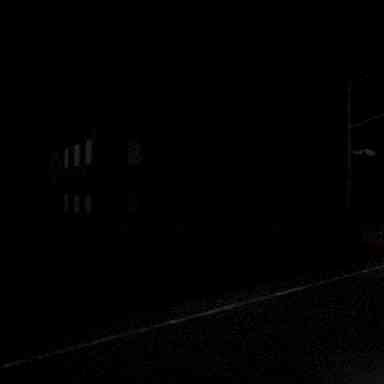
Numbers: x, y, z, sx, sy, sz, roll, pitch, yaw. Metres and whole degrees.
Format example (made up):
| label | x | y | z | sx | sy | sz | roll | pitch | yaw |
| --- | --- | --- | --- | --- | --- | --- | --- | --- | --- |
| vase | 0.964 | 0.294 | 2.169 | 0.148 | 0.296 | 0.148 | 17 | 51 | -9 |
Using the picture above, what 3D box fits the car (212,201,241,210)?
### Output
| label | x | y | z | sx | sy | sz | roll | pitch | yaw |
| --- | --- | --- | --- | --- | --- | --- | --- | --- | --- |
| car | 3.453 | 1.736 | 35.406 | 1.837 | 1.490 | 4.892 | 0 | 0 | -25 |
